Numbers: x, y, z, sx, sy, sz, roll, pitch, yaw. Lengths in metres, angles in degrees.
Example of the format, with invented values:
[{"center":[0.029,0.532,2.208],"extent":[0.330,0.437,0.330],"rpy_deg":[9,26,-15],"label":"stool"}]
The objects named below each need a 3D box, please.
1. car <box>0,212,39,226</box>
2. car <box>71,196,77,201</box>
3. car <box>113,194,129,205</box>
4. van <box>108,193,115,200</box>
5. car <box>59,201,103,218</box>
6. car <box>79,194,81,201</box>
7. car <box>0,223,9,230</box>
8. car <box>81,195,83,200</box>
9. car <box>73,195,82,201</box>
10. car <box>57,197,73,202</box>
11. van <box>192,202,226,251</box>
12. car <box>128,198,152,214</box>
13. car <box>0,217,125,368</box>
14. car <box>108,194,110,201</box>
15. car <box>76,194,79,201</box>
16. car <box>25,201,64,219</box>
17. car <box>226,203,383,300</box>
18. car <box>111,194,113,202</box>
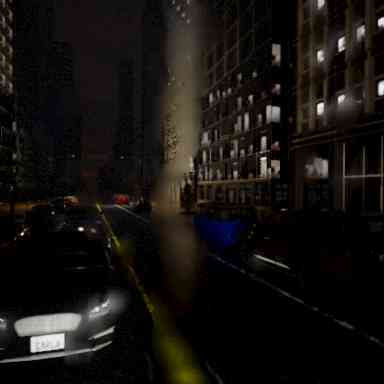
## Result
[{"center":[-6.734,1.578,11.538],"extent":[1.802,1.307,4.206],"rpy_deg":[-1,0,-17],"label":"car"},{"center":[-16.674,1.567,44.158],"extent":[1.802,1.307,4.206],"rpy_deg":[-1,0,-17],"label":"car"},{"center":[-11.974,1.295,57.475],"extent":[2.192,1.841,5.009],"rpy_deg":[-1,0,-17],"label":"car"},{"center":[-21.914,1.304,90.095],"extent":[1.690,1.788,3.998],"rpy_deg":[-1,0,-17],"label":"van"},{"center":[-6.025,1.472,18.477],"extent":[1.882,1.535,5.008],"rpy_deg":[0,0,-17],"label":"car"},{"center":[-21.595,1.504,60.307],"extent":[1.752,1.417,4.829],"rpy_deg":[-1,0,-17],"label":"car"},{"center":[-5.078,1.549,6.101],"extent":[2.008,1.369,4.403],"rpy_deg":[-1,0,-17],"label":"car"},{"center":[-24.958,1.539,71.343],"extent":[1.947,1.339,4.313],"rpy_deg":[-1,0,-17],"label":"car"},{"center":[-28.272,1.518,82.217],"extent":[2.008,1.369,4.403],"rpy_deg":[-1,0,-17],"label":"car"},{"center":[-13.361,1.540,33.285],"extent":[2.008,1.369,4.403],"rpy_deg":[-1,0,-17],"label":"car"},{"center":[1.281,1.337,13.980],"extent":[1.690,1.788,3.998],"rpy_deg":[-1,0,-17],"label":"van"},{"center":[-5.344,1.539,35.728],"extent":[2.008,1.369,4.403],"rpy_deg":[-1,0,-17],"label":"car"},{"center":[-2.396,1.490,6.210],"extent":[2.128,1.511,4.902],"rpy_deg":[0,0,-17],"label":"car"},{"center":[-16.942,1.412,73.786],"extent":[1.967,1.590,4.097],"rpy_deg":[-1,0,-17],"label":"car"},{"center":[-18.332,1.423,49.595],"extent":[1.967,1.590,4.097],"rpy_deg":[-1,0,-17],"label":"car"},{"center":[-10.048,1.544,22.411],"extent":[2.008,1.369,4.403],"rpy_deg":[-1,0,-17],"label":"car"},{"center":[2.937,1.312,8.543],"extent":[2.192,1.841,5.009],"rpy_deg":[-1,0,-17],"label":"car"},{"center":[-13.630,1.292,62.912],"extent":[2.192,1.841,5.009],"rpy_deg":[-1,0,-17],"label":"car"}]
